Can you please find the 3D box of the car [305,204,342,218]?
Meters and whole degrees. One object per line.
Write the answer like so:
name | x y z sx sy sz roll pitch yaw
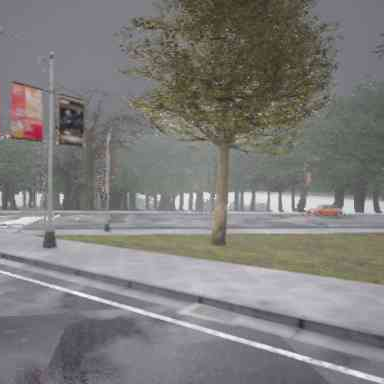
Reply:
car | 17.293 2.425 43.794 4.553 1.767 2.097 1 1 -11
